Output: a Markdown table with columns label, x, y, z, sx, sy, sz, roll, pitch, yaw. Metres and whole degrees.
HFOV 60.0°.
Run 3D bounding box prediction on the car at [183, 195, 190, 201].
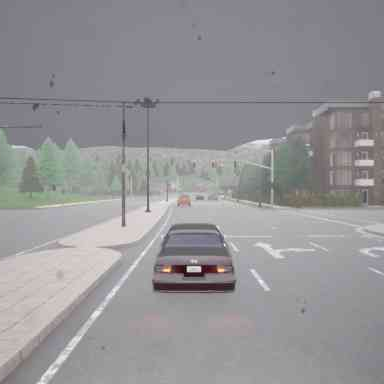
| label | x | y | z | sx | sy | sz | roll | pitch | yaw |
| --- | --- | --- | --- | --- | --- | --- | --- | --- | --- |
| car | -1.457 | 1.523 | 85.546 | 1.812 | 1.442 | 4.674 | 0 | 0 | 0 |

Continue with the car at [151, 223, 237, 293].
| label | x | y | z | sx | sy | sz | roll | pitch | yaw |
| --- | --- | --- | --- | --- | --- | --- | --- | --- | --- |
| car | 0.048 | 1.547 | 8.975 | 2.033 | 1.411 | 5.357 | 0 | 0 | 0 |

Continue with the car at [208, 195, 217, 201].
| label | x | y | z | sx | sy | sz | roll | pitch | yaw |
| --- | --- | --- | --- | --- | --- | --- | --- | --- | --- |
| car | 5.543 | 1.539 | 85.587 | 2.033 | 1.411 | 5.357 | 0 | 0 | 0 |

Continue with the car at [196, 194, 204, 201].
| label | x | y | z | sx | sy | sz | roll | pitch | yaw |
| --- | --- | --- | --- | --- | --- | --- | --- | --- | --- |
| car | 2.043 | 1.477 | 85.582 | 1.882 | 1.535 | 5.008 | 0 | 0 | 0 |

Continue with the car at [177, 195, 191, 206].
| label | x | y | z | sx | sy | sz | roll | pitch | yaw |
| --- | --- | --- | --- | --- | --- | --- | --- | --- | --- |
| car | -1.317 | 1.352 | 54.721 | 2.097 | 1.767 | 4.553 | 0 | 0 | -1 |
